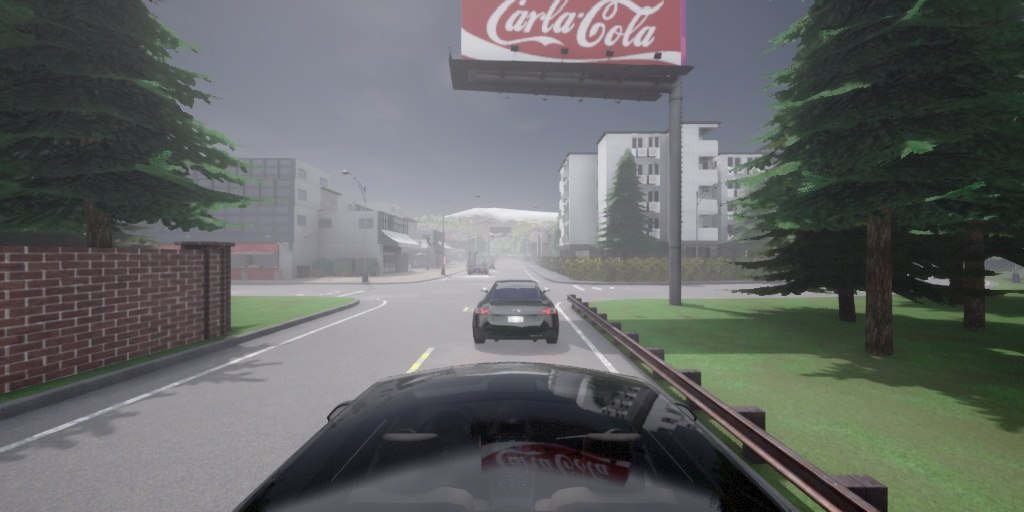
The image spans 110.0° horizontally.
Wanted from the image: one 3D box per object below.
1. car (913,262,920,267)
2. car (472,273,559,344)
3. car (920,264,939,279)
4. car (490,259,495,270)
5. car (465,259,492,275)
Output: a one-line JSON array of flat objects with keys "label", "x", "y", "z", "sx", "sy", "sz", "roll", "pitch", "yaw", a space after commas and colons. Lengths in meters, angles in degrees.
[{"label": "car", "x": 47.453, "y": 1.430, "z": 43.213, "sx": 1.837, "sy": 1.490, "sz": 4.892, "roll": 0, "pitch": 0, "yaw": 22}, {"label": "car", "x": 0.095, "y": 1.314, "z": 9.612, "sx": 1.994, "sy": 1.385, "sz": 4.181, "roll": 0, "pitch": 0, "yaw": 0}, {"label": "car", "x": 41.638, "y": 1.473, "z": 34.559, "sx": 2.033, "sy": 1.411, "sz": 5.357, "roll": 0, "pitch": 0, "yaw": 42}, {"label": "car", "x": -3.482, "y": 1.241, "z": 53.063, "sx": 2.128, "sy": 1.511, "sz": 4.902, "roll": 0, "pitch": 0, "yaw": 0}, {"label": "car", "x": -3.522, "y": 1.312, "z": 37.998, "sx": 1.994, "sy": 1.385, "sz": 4.181, "roll": 0, "pitch": 0, "yaw": 0}]
